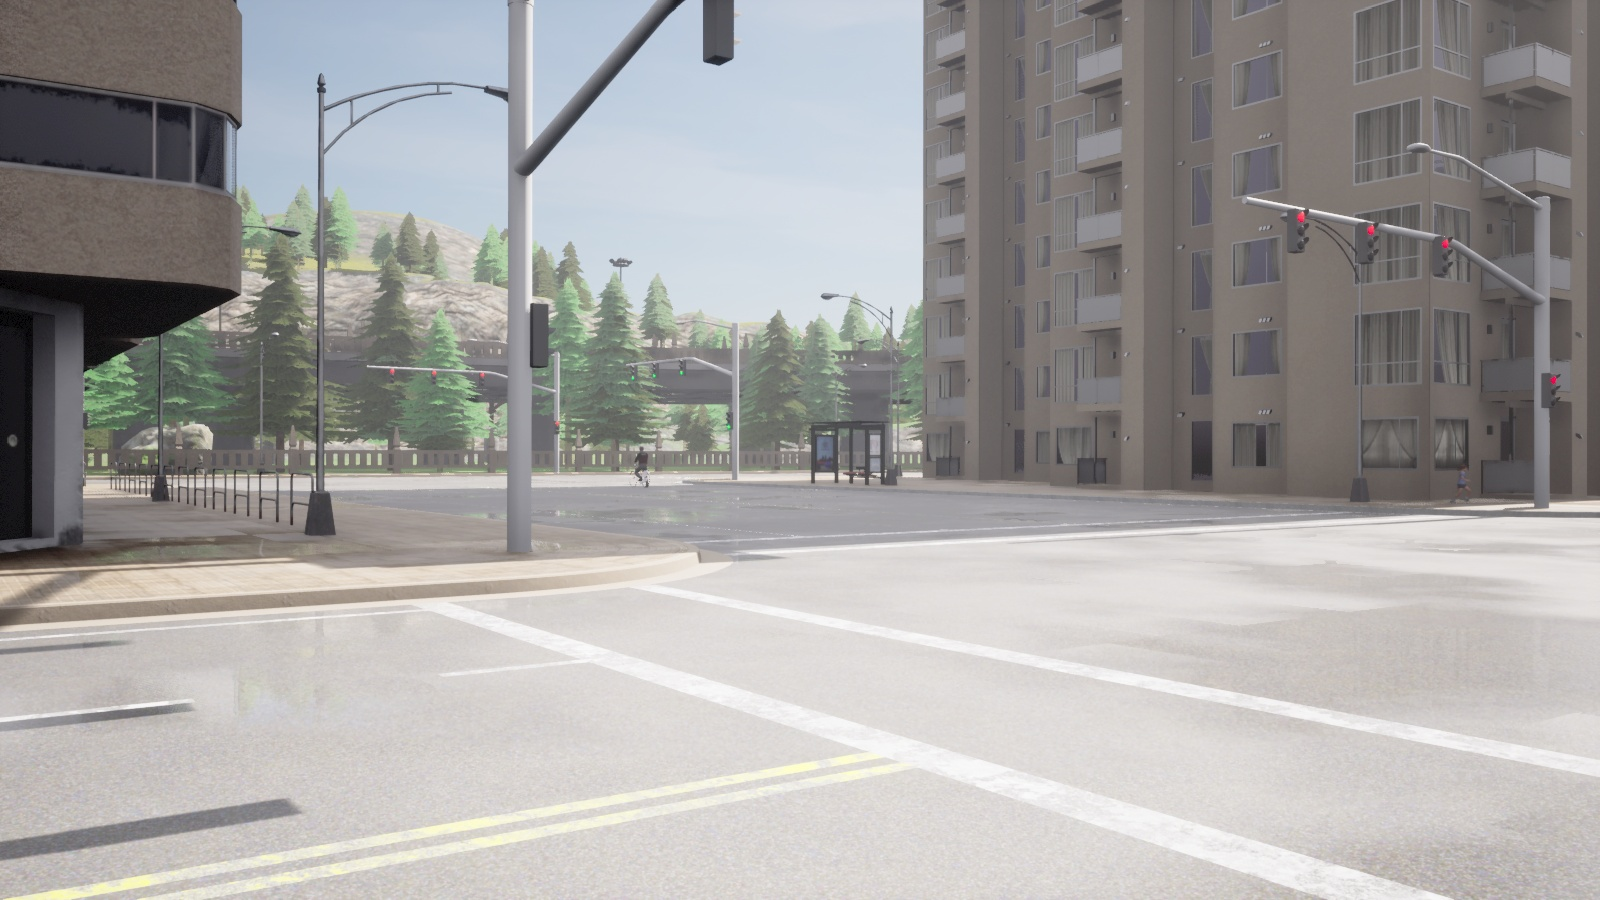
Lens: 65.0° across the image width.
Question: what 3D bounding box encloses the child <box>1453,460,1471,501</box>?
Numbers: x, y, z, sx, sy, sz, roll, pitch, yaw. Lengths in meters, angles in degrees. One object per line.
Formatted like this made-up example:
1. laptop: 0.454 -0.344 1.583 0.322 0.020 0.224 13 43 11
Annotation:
1. child: 18.186 0.829 34.504 0.394 1.110 0.255 0 0 43
